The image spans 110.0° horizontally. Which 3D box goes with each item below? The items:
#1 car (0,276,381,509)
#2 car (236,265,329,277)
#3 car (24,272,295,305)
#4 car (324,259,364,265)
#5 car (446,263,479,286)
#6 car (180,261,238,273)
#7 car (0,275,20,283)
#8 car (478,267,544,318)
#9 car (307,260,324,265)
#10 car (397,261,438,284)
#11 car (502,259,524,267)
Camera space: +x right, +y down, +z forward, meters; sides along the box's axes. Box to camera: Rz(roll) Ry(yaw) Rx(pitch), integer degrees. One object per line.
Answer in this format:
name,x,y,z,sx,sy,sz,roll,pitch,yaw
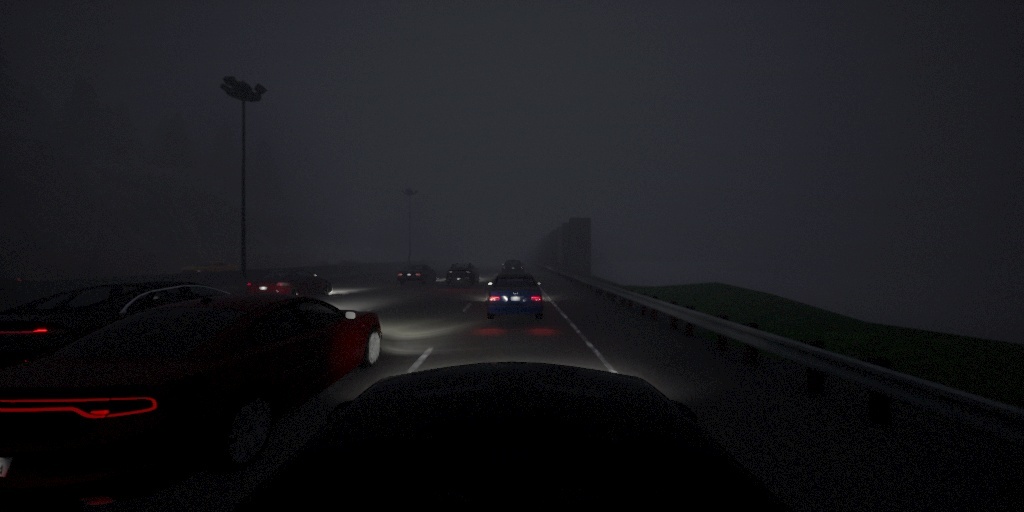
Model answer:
car,-3.400,1.228,4.819,1.882,1.535,5.008,0,0,0
car,-10.398,1.315,16.993,1.994,1.385,4.181,0,0,0
car,-6.899,1.242,7.098,2.128,1.511,4.902,0,0,0
car,-21.042,1.245,45.230,2.128,1.511,4.902,0,0,1
car,-3.394,1.242,25.170,2.128,1.511,4.902,0,0,0
car,-28.089,1.229,33.400,1.882,1.535,5.008,0,0,0
car,-24.598,1.315,15.507,1.994,1.385,4.181,0,0,0
car,0.102,1.298,13.019,2.033,1.411,5.357,0,0,0
car,-24.543,1.277,45.536,1.812,1.442,4.674,0,0,1
car,-6.896,1.298,26.526,2.033,1.411,5.357,0,0,0
car,0.103,1.103,34.218,2.097,1.767,4.553,0,0,0
